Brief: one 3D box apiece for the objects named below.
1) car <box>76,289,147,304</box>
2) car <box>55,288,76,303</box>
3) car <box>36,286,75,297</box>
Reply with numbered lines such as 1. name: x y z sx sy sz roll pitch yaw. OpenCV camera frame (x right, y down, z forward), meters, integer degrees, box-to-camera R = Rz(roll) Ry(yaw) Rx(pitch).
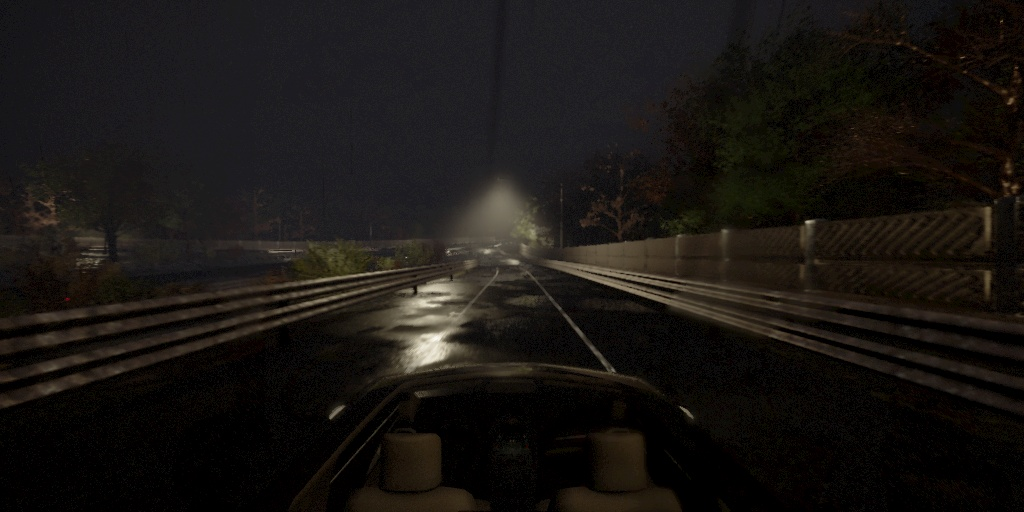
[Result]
1. car: -41.406 4.034 37.550 2.097 1.767 4.553 1 4 15
2. car: -44.785 4.200 38.492 1.895 1.301 4.718 1 4 15
3. car: -48.188 4.005 39.288 1.882 1.535 5.008 1 4 15
